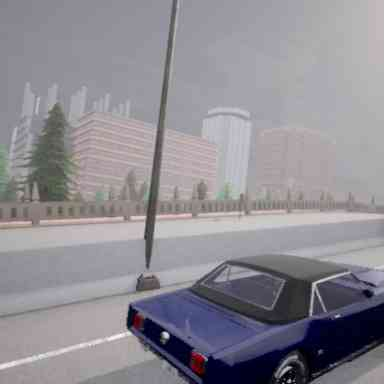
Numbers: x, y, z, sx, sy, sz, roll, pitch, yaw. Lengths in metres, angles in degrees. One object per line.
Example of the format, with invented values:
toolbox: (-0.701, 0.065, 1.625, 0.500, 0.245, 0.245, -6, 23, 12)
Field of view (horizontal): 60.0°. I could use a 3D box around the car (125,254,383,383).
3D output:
car: (1.573, 1.617, 4.865, 4.718, 1.301, 1.895, 0, 0, -35)
